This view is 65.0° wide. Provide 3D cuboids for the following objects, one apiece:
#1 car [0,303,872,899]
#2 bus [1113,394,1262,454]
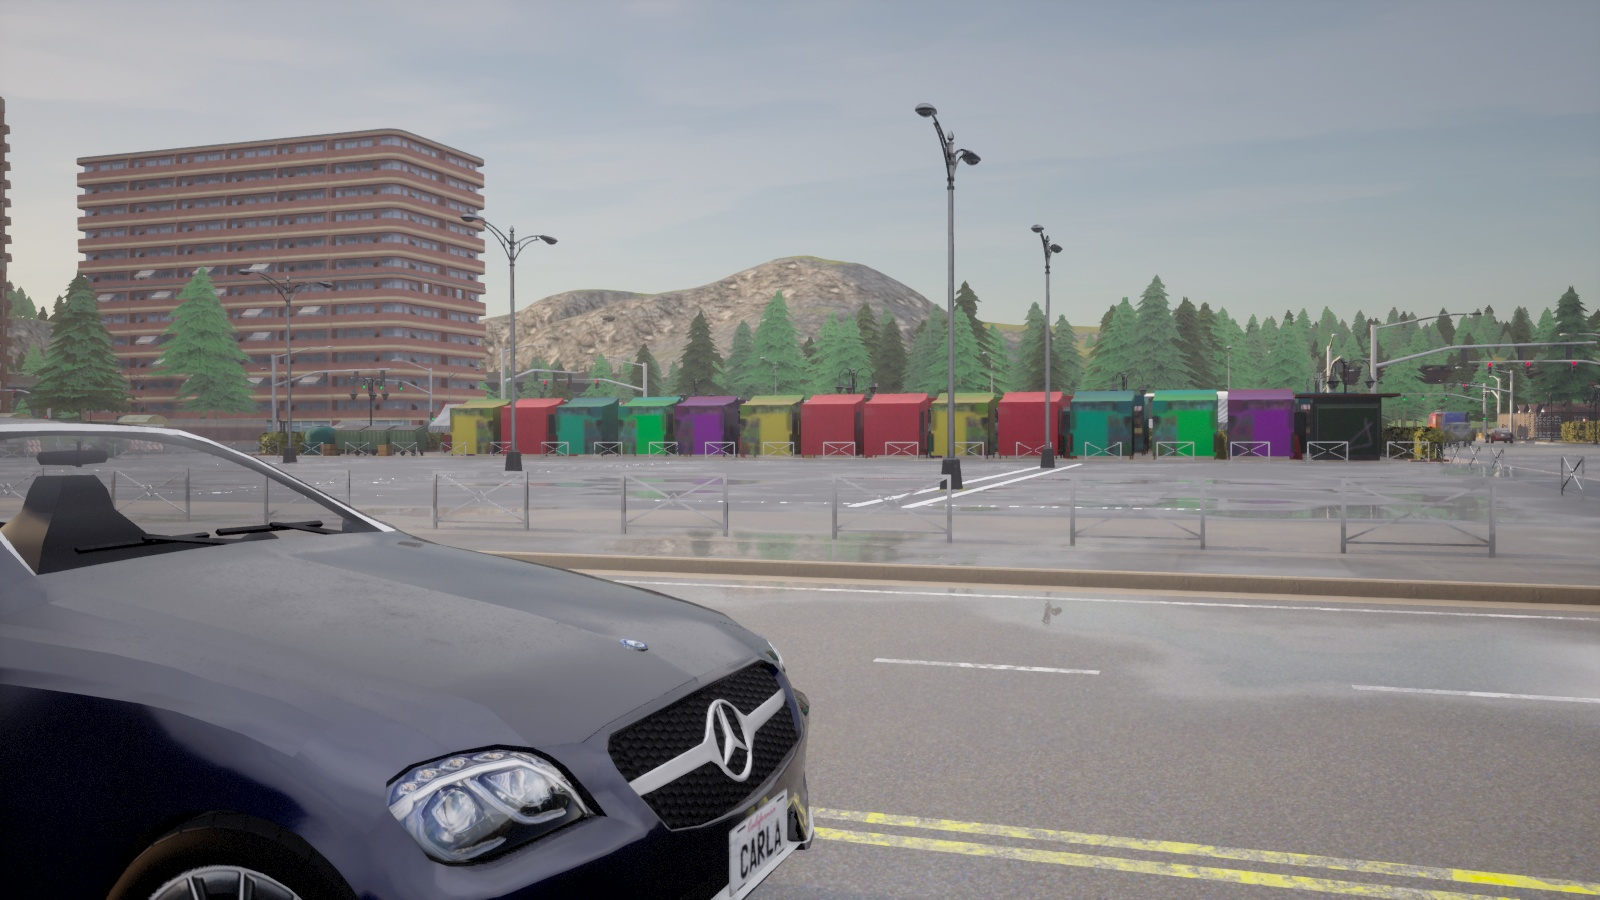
[{"bbox_3d":[-2.485,0.531,4.025,5.027,1.651,2.152,1,1,19],"label":"car"},{"bbox_3d":[28.621,-1.927,92.683,10.273,4.253,3.944,1,1,20],"label":"bus"}]
